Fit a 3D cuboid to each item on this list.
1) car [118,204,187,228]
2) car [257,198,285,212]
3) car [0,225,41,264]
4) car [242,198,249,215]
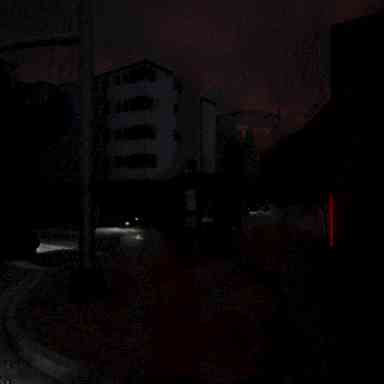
[{"bbox_3d":[-2.381,1.512,22.307,2.033,1.411,5.357,-1,0,36],"label":"car"},{"bbox_3d":[9.235,1.469,38.431,1.837,1.490,4.892,-1,0,36],"label":"car"},{"bbox_3d":[-6.290,1.559,9.236,2.033,1.411,5.357,-2,2,1],"label":"car"},{"bbox_3d":[3.415,1.316,30.379,2.097,1.767,4.553,-1,0,36],"label":"car"}]
